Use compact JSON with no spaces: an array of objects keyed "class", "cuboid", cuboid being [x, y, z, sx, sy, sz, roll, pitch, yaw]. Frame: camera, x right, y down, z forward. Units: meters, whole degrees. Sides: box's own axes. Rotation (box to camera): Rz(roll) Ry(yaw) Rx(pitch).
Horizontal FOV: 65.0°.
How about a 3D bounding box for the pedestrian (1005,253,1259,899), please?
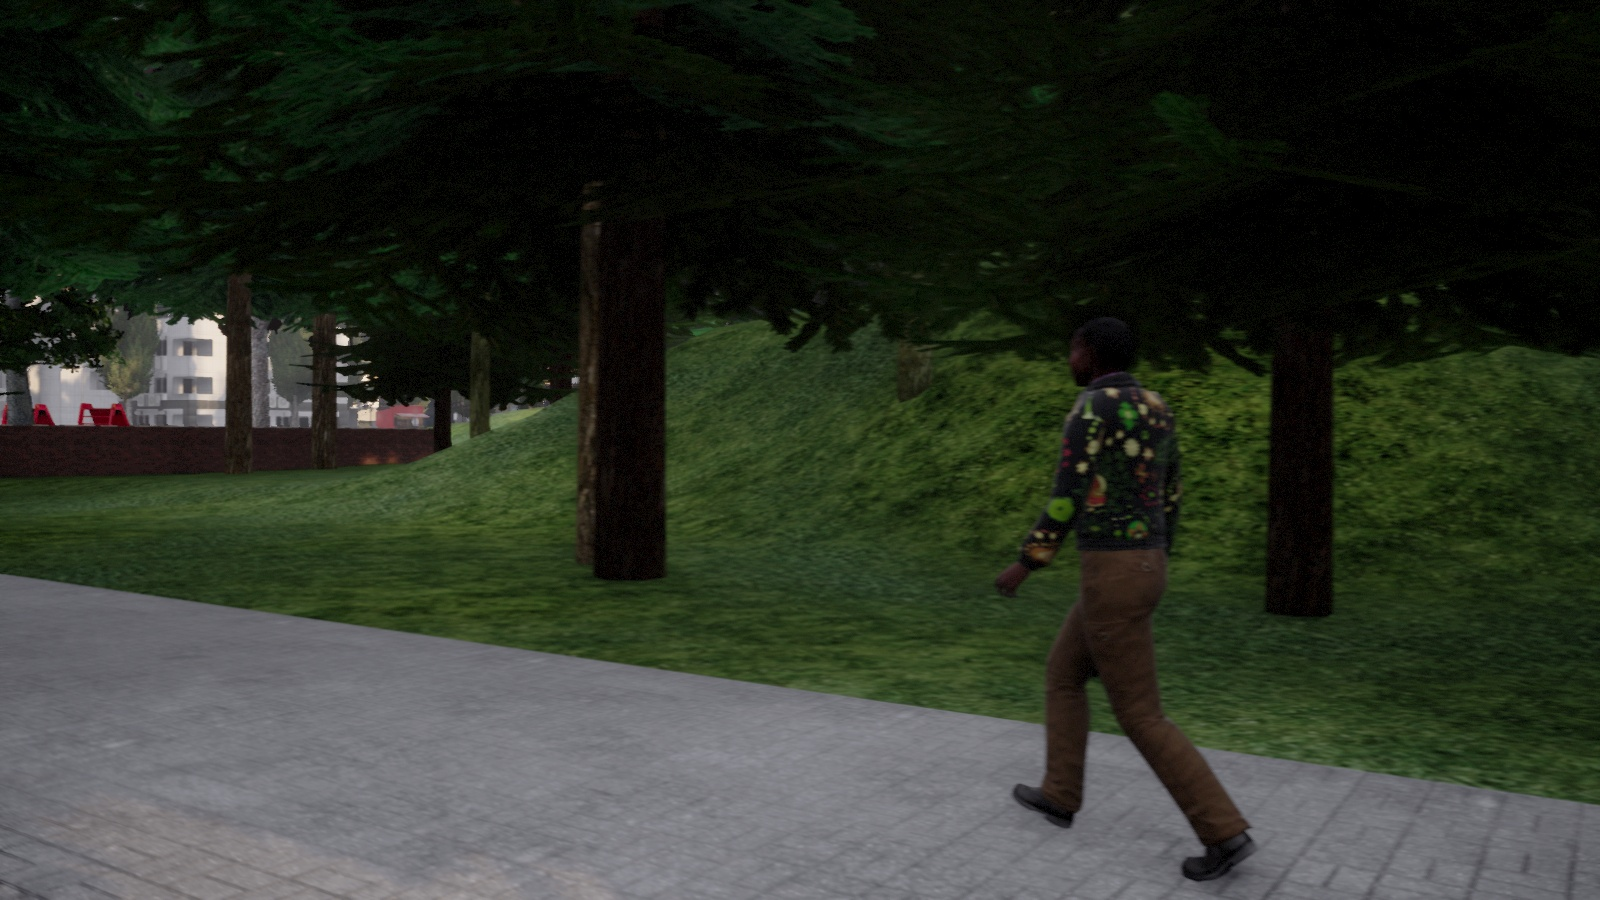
[{"class":"pedestrian","cuboid":[1.081,0.375,4.129,0.395,1.930,0.692,-1,1,-43]}]
